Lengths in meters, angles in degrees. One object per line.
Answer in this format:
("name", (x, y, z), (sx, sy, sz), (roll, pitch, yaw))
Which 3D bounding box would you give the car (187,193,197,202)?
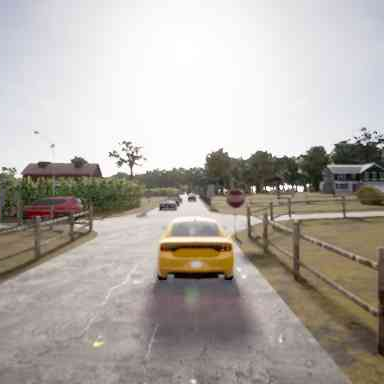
("car", (0.020, 1.266, 71.656), (1.837, 1.490, 4.892), (0, 0, 0))

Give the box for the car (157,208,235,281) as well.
("car", (0.068, 1.458, 9.833), (1.882, 1.535, 5.008), (0, 0, -1))

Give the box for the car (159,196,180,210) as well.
("car", (-2.836, 1.445, 40.632), (1.994, 1.385, 4.181), (0, 0, 1))

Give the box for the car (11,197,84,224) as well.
("car", (-11.765, 1.500, 27.338), (5.566, 2.045, 2.150), (-2, -3, 3))

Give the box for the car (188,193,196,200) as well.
("car", (0.026, 1.049, 82.086), (1.882, 1.535, 5.008), (0, 0, 0))

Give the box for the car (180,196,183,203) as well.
("car", (-2.814, 1.446, 50.601), (1.895, 1.301, 4.718), (0, 0, 0))

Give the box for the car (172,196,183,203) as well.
("car", (-2.741, 1.404, 62.831), (1.895, 1.301, 4.718), (0, 0, 0))
